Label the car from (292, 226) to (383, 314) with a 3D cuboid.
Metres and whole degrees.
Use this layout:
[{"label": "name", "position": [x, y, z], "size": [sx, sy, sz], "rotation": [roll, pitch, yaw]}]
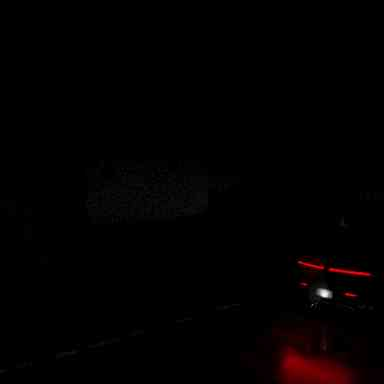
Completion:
[{"label": "car", "position": [4.129, 1.534, 7.445], "size": [4.892, 1.490, 1.837], "rotation": [0, 0, -42]}]
